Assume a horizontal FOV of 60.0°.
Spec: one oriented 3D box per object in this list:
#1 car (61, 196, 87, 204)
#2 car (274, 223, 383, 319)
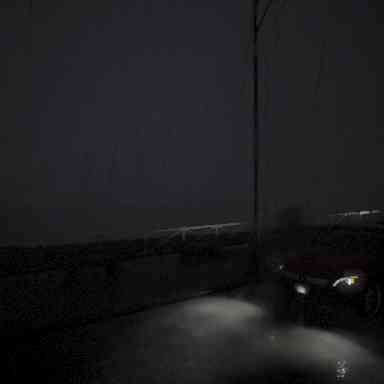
[{"bbox_3d":[-22.675,1.555,64.106,4.892,1.490,1.837,-1,0,-36],"label":"car"},{"bbox_3d":[3.849,1.469,7.392,4.674,1.442,1.812,-1,0,-36],"label":"car"}]
